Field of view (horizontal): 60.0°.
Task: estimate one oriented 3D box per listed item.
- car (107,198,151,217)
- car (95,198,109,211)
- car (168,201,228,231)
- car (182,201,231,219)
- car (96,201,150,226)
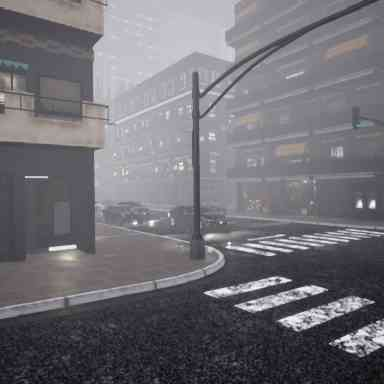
[{"bbox_3d":[-5.300,1.540,28.887,1.837,1.490,4.892,-1,1,-36],"label":"car"},{"bbox_3d":[-11.347,1.568,37.244,1.812,1.442,4.674,-1,1,-36],"label":"car"},{"bbox_3d":[0.268,1.534,21.209,1.837,1.490,4.892,-1,1,-36],"label":"car"},{"bbox_3d":[1.198,1.512,29.152,2.008,1.369,4.403,-1,1,-36],"label":"car"},{"bbox_3d":[-5.182,1.632,24.527,1.947,1.339,4.313,-1,1,-36],"label":"car"}]
